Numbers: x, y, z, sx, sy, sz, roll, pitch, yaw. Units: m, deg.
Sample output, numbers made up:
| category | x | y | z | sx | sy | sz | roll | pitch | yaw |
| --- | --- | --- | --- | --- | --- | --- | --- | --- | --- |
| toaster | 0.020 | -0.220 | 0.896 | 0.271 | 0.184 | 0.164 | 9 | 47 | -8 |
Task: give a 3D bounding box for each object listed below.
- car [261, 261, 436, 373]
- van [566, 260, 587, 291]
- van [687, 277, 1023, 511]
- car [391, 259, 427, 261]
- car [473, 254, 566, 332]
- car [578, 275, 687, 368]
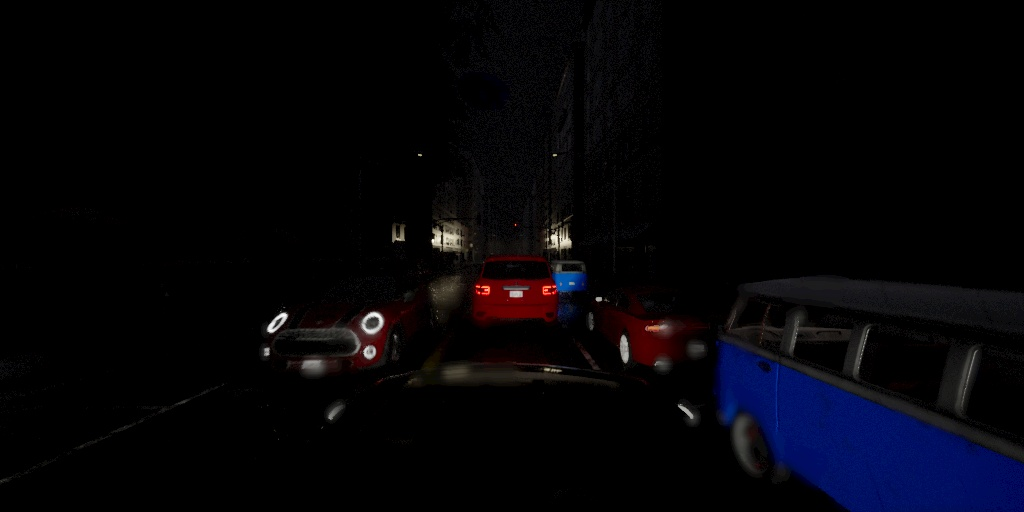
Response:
| category | x | y | z | sx | sy | sz | roll | pitch | yaw |
| --- | --- | --- | --- | --- | --- | --- | --- | --- | --- |
| car | -3.091 | 1.101 | 7.810 | 2.097 | 1.767 | 4.553 | 0 | 0 | 0 |
| van | 2.878 | 1.086 | 19.054 | 1.690 | 1.789 | 3.998 | 0 | 0 | 0 |
| van | 2.856 | 1.091 | 2.072 | 1.690 | 1.789 | 3.998 | 0 | 0 | 0 |
| car | -5.647 | 1.060 | 19.025 | 2.192 | 1.841 | 5.009 | 0 | 0 | 0 |
| car | 0.113 | 0.970 | 10.954 | 2.150 | 2.045 | 5.566 | 0 | 0 | 0 |
| car | 2.863 | 1.294 | 7.733 | 1.888 | 1.381 | 4.507 | 0 | 0 | 0 |
